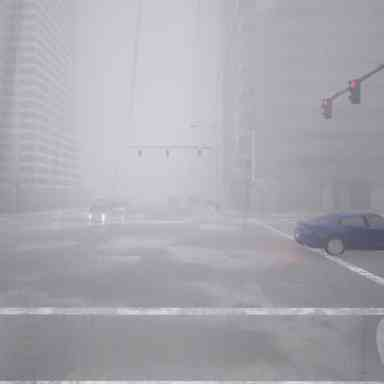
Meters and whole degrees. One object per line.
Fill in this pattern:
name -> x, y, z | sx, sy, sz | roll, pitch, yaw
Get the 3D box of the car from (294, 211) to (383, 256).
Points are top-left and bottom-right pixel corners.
car -> 6.429, 1.478, 12.484 | 5.008, 1.535, 1.882 | 0, 0, 0

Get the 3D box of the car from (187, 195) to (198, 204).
car -> 0.050, 1.352, 63.498 | 2.097, 1.767, 4.553 | 0, 0, 0

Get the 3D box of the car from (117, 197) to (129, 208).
car -> -10.630, 1.526, 49.627 | 1.812, 1.442, 4.674 | 0, 0, 0

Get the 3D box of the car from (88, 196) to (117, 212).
car -> -10.632, 1.505, 39.367 | 1.837, 1.490, 4.892 | 0, 0, 0

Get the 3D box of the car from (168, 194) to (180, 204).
car -> -3.454, 1.352, 63.494 | 2.097, 1.767, 4.553 | 0, 0, 0
